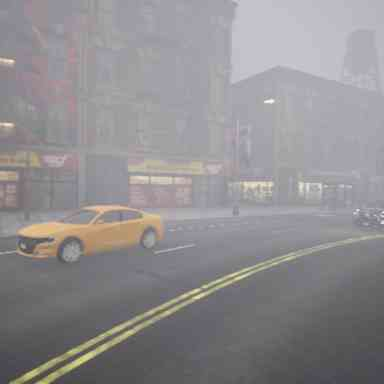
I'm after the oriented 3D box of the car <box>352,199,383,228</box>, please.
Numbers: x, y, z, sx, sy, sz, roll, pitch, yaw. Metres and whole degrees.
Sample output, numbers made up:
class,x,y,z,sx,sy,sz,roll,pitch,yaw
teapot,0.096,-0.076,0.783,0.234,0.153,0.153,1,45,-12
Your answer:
class,x,y,z,sx,sy,sz,roll,pitch,yaw
car,11.610,1.206,19.724,4.553,1.767,2.097,0,1,-32

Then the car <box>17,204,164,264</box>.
class,x,y,z,sx,sy,sz,roll,pitch,yaw
car,-3.076,1.202,11.046,1.882,1.535,5.008,2,1,38
